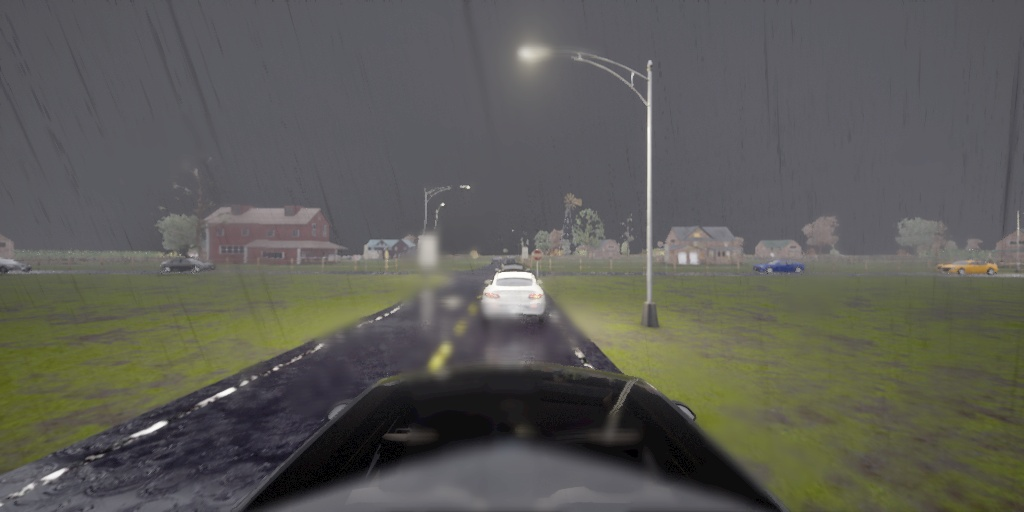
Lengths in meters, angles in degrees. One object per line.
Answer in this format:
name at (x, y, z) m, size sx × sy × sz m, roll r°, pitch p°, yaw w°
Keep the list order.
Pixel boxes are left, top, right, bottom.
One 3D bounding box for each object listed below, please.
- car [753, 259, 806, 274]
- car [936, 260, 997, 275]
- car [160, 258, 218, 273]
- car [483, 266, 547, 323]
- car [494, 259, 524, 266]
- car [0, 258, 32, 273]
car at (28.927, 1.125, 38.897) m, size 5.008 × 1.535 × 1.882 m, roll 0°, pitch 0°, yaw 0°
car at (49.008, 1.232, 38.703) m, size 5.008 × 1.535 × 1.882 m, roll 0°, pitch 0°, yaw 0°
car at (-32.613, 0.976, 36.264) m, size 4.892 × 1.490 × 1.837 m, roll 0°, pitch 0°, yaw 0°
car at (0.074, 1.221, 11.767) m, size 1.812 × 1.442 × 4.674 m, roll 0°, pitch 0°, yaw 0°
car at (0.048, 1.146, 21.549) m, size 1.837 × 1.490 × 4.892 m, roll 0°, pitch 0°, yaw 0°
car at (-52.007, 0.972, 36.452) m, size 4.674 × 1.442 × 1.812 m, roll 0°, pitch 0°, yaw 0°
